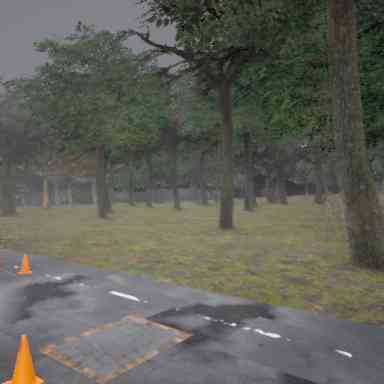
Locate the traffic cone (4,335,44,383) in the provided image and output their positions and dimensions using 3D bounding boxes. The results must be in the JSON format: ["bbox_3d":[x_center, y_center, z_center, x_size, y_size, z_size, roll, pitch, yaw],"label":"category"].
[{"bbox_3d":[-2.040,2.035,4.037,0.340,0.580,0.340,-1,-2,37],"label":"traffic cone"}]

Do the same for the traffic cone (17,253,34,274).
[{"bbox_3d":[-5.026,2.147,10.041,0.340,0.580,0.340,-1,-2,37],"label":"traffic cone"}]
